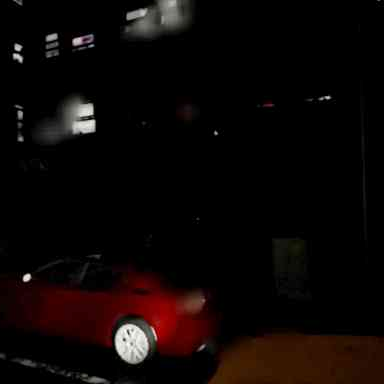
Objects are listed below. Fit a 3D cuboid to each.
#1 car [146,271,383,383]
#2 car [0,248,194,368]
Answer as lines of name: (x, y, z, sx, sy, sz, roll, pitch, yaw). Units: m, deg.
car: (2.539, 1.498, 1.942, 5.366, 1.575, 1.801, 0, -1, 23)
car: (-1.646, 1.621, 5.579, 4.507, 1.381, 1.887, 0, -2, 23)
